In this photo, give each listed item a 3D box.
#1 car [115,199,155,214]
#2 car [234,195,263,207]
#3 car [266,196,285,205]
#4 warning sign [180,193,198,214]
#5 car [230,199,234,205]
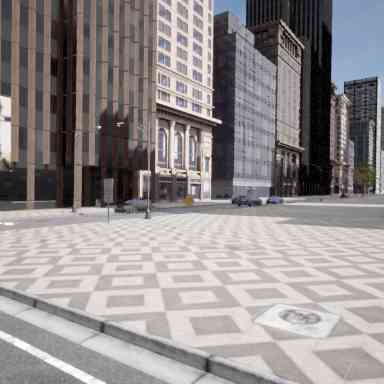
[{"bbox_3d":[-5.662,1.431,33.144,1.994,1.385,4.181,1,1,35],"label":"car"},{"bbox_3d":[8.344,1.193,47.474,2.097,1.767,4.553,1,1,36],"label":"car"},{"bbox_3d":[13.948,1.362,55.478,1.994,1.385,4.181,1,1,35],"label":"car"},{"bbox_3d":[-0.267,1.077,30.695,1.300,1.860,1.060,1,1,35],"label":"warning sign"},{"bbox_3d":[7.805,1.282,52.014,1.837,1.490,4.892,1,0,36],"label":"car"}]
